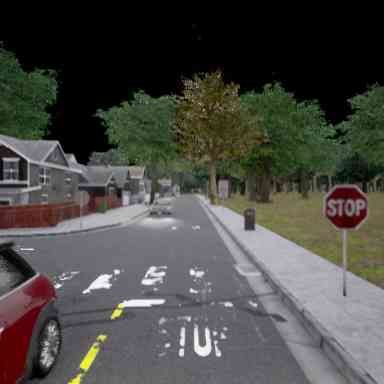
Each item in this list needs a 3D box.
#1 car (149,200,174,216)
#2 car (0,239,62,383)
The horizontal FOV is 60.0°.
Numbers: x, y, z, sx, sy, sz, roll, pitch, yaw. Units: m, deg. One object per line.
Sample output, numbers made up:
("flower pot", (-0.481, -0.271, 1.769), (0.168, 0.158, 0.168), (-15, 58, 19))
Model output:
("car", (-2.722, 1.448, 30.245), (1.895, 1.301, 4.718), (0, 0, 0))
("car", (-2.747, 1.336, 2.423), (2.097, 1.767, 4.553), (0, 0, 0))
